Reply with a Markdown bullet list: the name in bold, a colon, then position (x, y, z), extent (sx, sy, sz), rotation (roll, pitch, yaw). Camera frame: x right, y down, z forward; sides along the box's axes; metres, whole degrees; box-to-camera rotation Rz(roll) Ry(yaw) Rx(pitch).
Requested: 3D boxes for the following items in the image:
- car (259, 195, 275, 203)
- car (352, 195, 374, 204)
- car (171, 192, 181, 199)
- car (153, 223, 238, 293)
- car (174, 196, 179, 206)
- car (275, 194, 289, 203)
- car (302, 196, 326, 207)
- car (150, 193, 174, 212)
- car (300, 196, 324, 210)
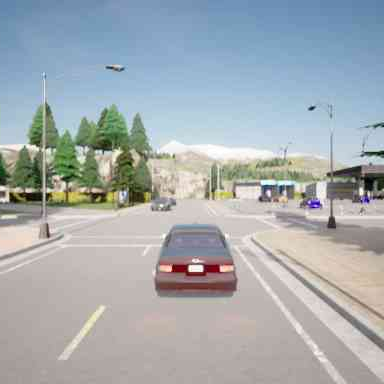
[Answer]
- **car**: position (14.290, 1.296, 65.457), extent (2.007, 1.523, 4.514), rotation (0, 0, 0)
- **car**: position (29.187, 1.282, 57.668), extent (1.845, 1.501, 3.633), rotation (0, 0, 0)
- **car**: position (-3.409, 0.795, 68.226), extent (2.150, 2.045, 5.566), rotation (0, 0, 0)
- **car**: position (0.089, 1.541, 9.001), extent (2.033, 1.411, 5.357), rotation (0, 0, 0)
- **car**: position (-3.508, 1.529, 53.144), extent (1.994, 1.385, 4.181), rotation (0, 0, 0)
- **car**: position (17.427, 1.287, 65.474), extent (2.152, 1.636, 5.027), rotation (0, 0, 0)
- **car**: position (17.071, 1.353, 46.812), extent (1.970, 1.475, 3.806), rotation (0, 0, 0)
- **car**: position (-3.542, 1.327, 38.561), extent (2.097, 1.767, 4.553), rotation (0, 0, 0)
- **car**: position (14.008, 1.348, 39.425), extent (1.845, 1.501, 3.633), rotation (0, 0, 0)
